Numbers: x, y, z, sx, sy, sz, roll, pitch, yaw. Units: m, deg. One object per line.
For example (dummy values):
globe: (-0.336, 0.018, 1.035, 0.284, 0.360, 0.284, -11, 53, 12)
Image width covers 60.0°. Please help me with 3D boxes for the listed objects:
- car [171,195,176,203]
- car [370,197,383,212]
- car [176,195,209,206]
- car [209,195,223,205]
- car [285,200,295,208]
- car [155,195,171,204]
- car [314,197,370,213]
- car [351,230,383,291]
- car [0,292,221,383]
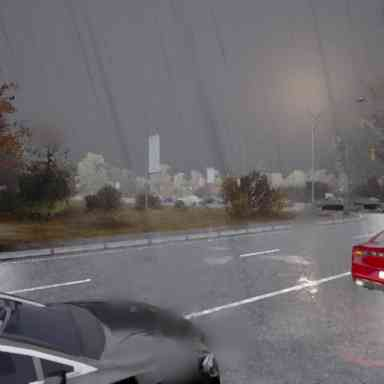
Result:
car: (-3.716, 1.255, 61.291, 2.128, 1.511, 4.902, -1, 0, -38)
car: (18.117, 1.235, 34.340, 2.128, 1.511, 4.902, -1, 0, -42)
car: (0.034, 1.315, 50.941, 1.812, 1.442, 4.674, -1, 0, -38)
car: (3.094, 1.250, 52.726, 2.128, 1.511, 4.902, -1, 0, -39)
car: (10.973, 1.277, 42.883, 1.812, 1.442, 4.674, -1, 0, -39)
car: (-6.329, 1.320, 58.960, 1.812, 1.442, 4.674, -1, 0, -39)
car: (14.410, 1.269, 32.996, 2.128, 1.511, 4.902, -1, 0, -39)
car: (5.757, 1.444, 7.845, 5.008, 1.535, 1.882, 0, 0, -35)
car: (-1.961, 1.492, 2.332, 4.902, 1.511, 2.128, 0, 0, -35)
